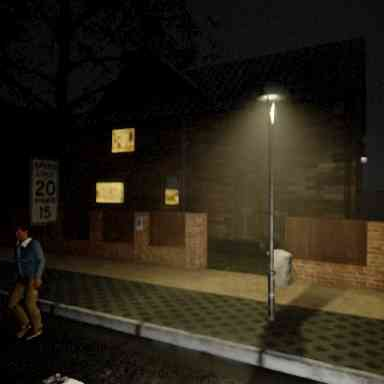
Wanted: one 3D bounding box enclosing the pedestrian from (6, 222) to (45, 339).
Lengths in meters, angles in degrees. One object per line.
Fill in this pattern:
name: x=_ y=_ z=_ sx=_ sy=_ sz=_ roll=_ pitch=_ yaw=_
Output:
pedestrian: x=-2.569 y=1.328 z=5.130 sx=0.375 sy=1.860 sz=0.375 roll=0 pitch=0 yaw=28
